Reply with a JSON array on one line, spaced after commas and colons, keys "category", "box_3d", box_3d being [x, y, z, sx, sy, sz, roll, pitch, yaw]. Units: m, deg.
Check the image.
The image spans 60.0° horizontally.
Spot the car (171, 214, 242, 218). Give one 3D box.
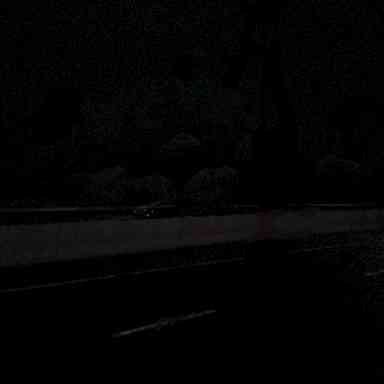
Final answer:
[{"category": "car", "box_3d": [0.953, 1.509, 21.247, 4.902, 1.511, 2.128, 1, 0, -31]}]
